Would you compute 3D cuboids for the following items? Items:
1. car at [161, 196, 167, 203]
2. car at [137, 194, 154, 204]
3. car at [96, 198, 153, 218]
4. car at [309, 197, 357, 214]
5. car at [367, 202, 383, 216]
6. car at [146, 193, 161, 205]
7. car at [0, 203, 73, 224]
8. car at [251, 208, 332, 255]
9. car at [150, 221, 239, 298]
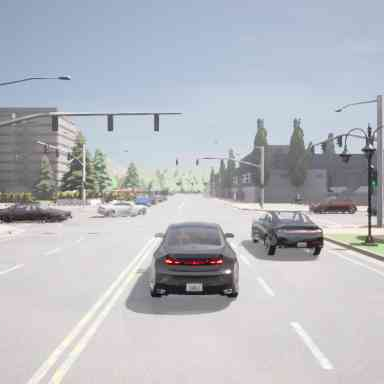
[{"bbox_3d":[-7.009,1.492,68.955,2.128,1.511,4.902,0,0,0],"label":"car"},{"bbox_3d":[-7.137,1.477,47.898,1.882,1.535,5.008,0,0,1],"label":"car"},{"bbox_3d":[-6.326,1.525,30.384,4.674,1.442,1.812,0,1,-28],"label":"car"},{"bbox_3d":[14.643,1.352,34.743,4.553,1.767,2.097,0,0,-1],"label":"car"},{"bbox_3d":[19.083,1.505,31.293,4.892,1.490,1.837,0,0,-1],"label":"car"},{"bbox_3d":[-7.090,1.477,57.625,1.882,1.535,5.008,0,0,0],"label":"car"},{"bbox_3d":[-11.670,1.547,24.387,5.357,1.411,2.033,0,0,1],"label":"car"},{"bbox_3d":[3.582,1.491,13.210,2.128,1.511,4.902,0,0,0],"label":"car"},{"bbox_3d":[0.061,1.505,8.530,1.837,1.490,4.892,0,0,0],"label":"car"}]
